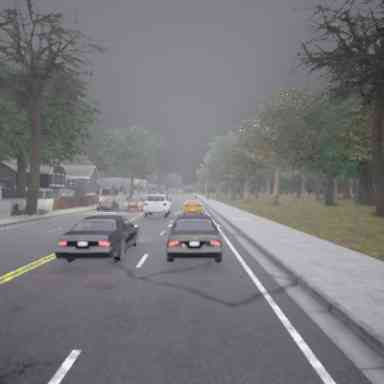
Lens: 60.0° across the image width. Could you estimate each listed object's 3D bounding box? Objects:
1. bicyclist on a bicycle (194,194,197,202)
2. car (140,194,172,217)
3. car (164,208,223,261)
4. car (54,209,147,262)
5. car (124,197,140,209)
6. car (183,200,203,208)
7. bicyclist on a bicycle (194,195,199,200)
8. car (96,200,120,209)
[{"bbox_3d":[0.882,1.411,75.198,0.659,1.776,1.843,0,0,0],"label":"bicyclist on a bicycle"},{"bbox_3d":[-3.160,1.241,31.348,2.150,2.045,5.566,0,0,0],"label":"car"},{"bbox_3d":[0.081,1.555,12.200,2.033,1.411,5.357,0,0,0],"label":"car"},{"bbox_3d":[-3.169,1.555,12.175,2.033,1.411,5.357,0,0,0],"label":"car"},{"bbox_3d":[-6.601,1.375,38.971,2.097,1.767,4.553,0,0,0],"label":"car"},{"bbox_3d":[0.089,1.498,33.763,1.882,1.535,5.008,0,0,0],"label":"car"},{"bbox_3d":[0.880,1.477,66.200,0.866,1.612,1.509,0,0,0],"label":"bicyclist on a bicycle"},{"bbox_3d":[-9.850,1.587,39.175,1.994,1.385,4.181,0,0,0],"label":"car"}]
